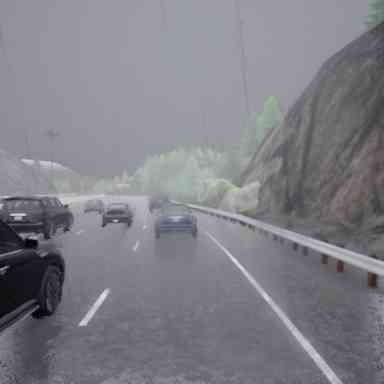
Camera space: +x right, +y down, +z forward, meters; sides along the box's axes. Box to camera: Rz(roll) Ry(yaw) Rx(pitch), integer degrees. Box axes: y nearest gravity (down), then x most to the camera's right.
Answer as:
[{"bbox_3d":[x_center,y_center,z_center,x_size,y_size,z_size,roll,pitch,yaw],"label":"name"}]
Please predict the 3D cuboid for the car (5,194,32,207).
[{"bbox_3d":[-28.057,1.281,53.957,2.150,2.045,5.566,0,0,-9],"label":"car"}]

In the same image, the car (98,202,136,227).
[{"bbox_3d":[-4.989,1.516,22.833,1.837,1.490,4.892,0,0,-7],"label":"car"}]

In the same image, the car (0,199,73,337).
[{"bbox_3d":[-3.541,1.228,4.280,2.150,2.045,5.566,0,0,-1],"label":"car"}]

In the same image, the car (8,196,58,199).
[{"bbox_3d":[-7.859,1.238,17.213,2.150,2.045,5.566,0,0,-6],"label":"car"}]

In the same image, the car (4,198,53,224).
[{"bbox_3d":[-12.436,1.379,25.649,2.097,1.767,4.553,0,0,-8],"label":"car"}]

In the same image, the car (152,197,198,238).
[{"bbox_3d":[-0.944,1.355,18.016,2.097,1.767,4.553,0,0,-5],"label":"car"}]

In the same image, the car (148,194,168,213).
[{"bbox_3d":[-3.720,1.231,37.621,2.150,2.045,5.566,0,0,-10],"label":"car"}]

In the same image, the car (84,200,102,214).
[{"bbox_3d":[-10.607,1.571,36.427,2.033,1.411,5.357,0,0,-10],"label":"car"}]
